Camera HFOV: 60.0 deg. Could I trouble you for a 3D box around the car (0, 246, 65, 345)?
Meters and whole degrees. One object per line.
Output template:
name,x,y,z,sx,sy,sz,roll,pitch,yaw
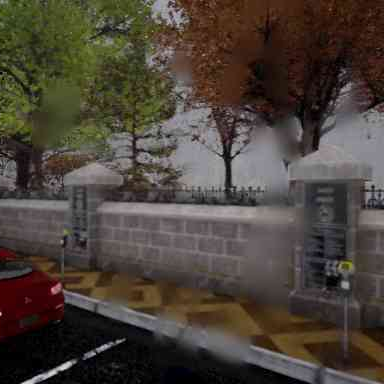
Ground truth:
car,-3.860,1.565,5.651,4.206,1.307,1.802,0,0,36
